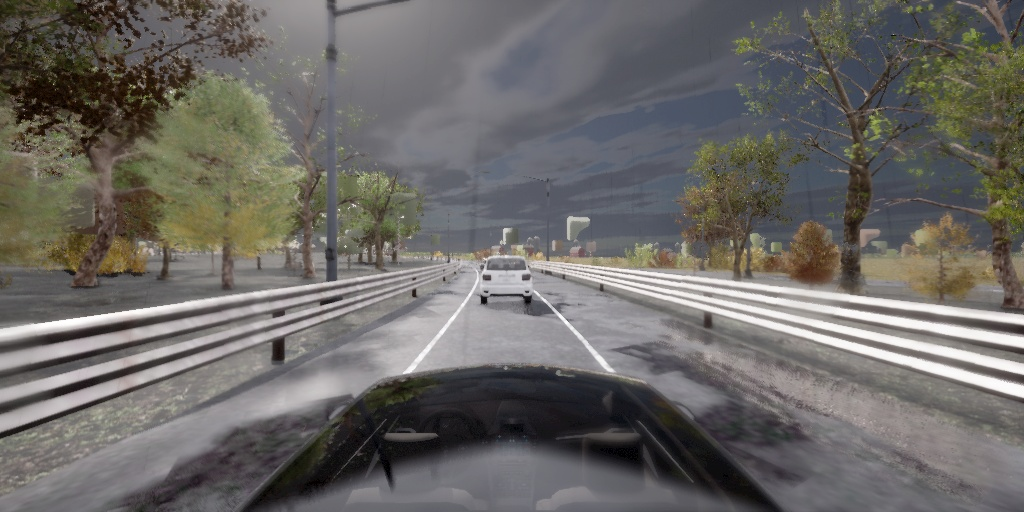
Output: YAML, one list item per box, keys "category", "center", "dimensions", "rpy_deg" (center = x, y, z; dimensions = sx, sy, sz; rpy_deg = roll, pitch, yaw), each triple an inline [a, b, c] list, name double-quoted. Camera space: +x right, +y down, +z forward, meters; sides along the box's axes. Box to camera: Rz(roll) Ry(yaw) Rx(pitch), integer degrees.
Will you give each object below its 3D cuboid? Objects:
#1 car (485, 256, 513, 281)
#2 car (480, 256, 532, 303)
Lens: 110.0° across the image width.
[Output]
- category: "car"
  center: [-1.255, 0.992, 31.677]
  dimensions: [2.150, 2.045, 5.566]
  rpy_deg: [0, 0, -5]
- category: "car"
  center: [-0.316, 1.002, 16.634]
  dimensions: [2.150, 2.045, 5.566]
  rpy_deg: [0, 0, -2]
